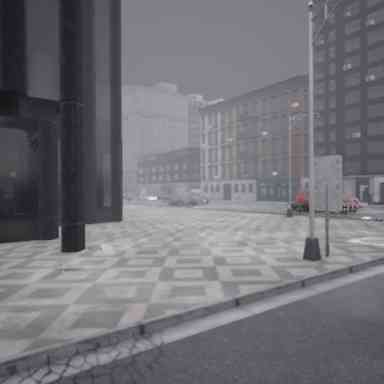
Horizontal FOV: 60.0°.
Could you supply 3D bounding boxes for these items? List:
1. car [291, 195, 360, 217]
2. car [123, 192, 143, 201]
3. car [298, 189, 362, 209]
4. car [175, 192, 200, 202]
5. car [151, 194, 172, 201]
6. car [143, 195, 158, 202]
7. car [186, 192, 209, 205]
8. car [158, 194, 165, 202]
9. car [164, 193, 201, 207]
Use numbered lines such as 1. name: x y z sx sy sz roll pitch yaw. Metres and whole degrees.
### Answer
1. car: 10.130 1.154 26.075 1.895 1.301 4.718 -1 0 -36
2. car: -10.308 0.791 54.814 1.812 1.442 4.674 -1 0 -36
3. car: 11.841 0.736 29.265 2.150 2.045 5.566 -1 1 -36
4. car: -0.866 0.858 58.379 2.097 1.767 4.553 -1 0 -35
5. car: -6.027 1.121 65.595 1.895 1.301 4.718 -1 0 -36
6. car: -8.670 1.155 63.705 1.895 1.301 4.718 -1 0 -36
7. car: 0.339 1.049 45.368 2.128 1.511 4.902 -1 0 -35
8. car: -3.274 1.140 56.213 1.895 1.301 4.718 -1 0 -35
9. car: -1.208 1.152 41.940 1.994 1.385 4.181 -1 0 -35
